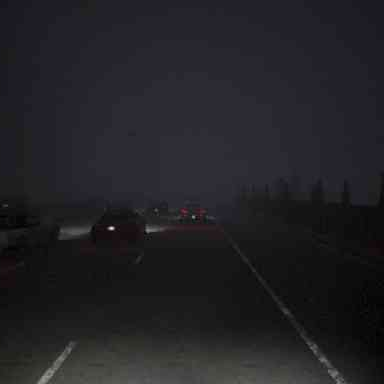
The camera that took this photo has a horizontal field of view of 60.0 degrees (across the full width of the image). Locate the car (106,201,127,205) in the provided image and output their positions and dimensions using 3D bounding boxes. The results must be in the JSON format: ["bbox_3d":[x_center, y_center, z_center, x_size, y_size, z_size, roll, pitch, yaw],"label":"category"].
[{"bbox_3d":[-6.907,1.485,30.981,1.895,1.301,4.718,0,0,0],"label":"car"}]

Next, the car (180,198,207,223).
[{"bbox_3d":[0.096,1.435,24.420,1.812,1.442,4.674,0,0,0],"label":"car"}]

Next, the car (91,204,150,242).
[{"bbox_3d":[-3.404,1.504,16.056,1.994,1.385,4.181,0,0,0],"label":"car"}]

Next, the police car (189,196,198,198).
[{"bbox_3d":[0.214,1.346,41.405,2.038,1.542,4.974,0,0,2],"label":"police car"}]

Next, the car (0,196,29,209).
[{"bbox_3d":[-17.581,1.233,31.920,2.097,1.767,4.553,0,0,0],"label":"car"}]

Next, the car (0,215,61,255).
[{"bbox_3d":[-6.904,1.552,13.109,1.895,1.301,4.718,0,0,0],"label":"car"}]

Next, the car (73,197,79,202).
[{"bbox_3d":[-19.186,1.327,59.022,1.812,1.442,4.674,0,0,11],"label":"car"}]

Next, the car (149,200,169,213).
[{"bbox_3d":[-3.406,1.473,34.178,1.895,1.301,4.718,0,0,0],"label":"car"}]

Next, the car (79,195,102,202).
[{"bbox_3d":[-13.686,1.427,46.822,1.895,1.301,4.718,0,0,4],"label":"car"}]
